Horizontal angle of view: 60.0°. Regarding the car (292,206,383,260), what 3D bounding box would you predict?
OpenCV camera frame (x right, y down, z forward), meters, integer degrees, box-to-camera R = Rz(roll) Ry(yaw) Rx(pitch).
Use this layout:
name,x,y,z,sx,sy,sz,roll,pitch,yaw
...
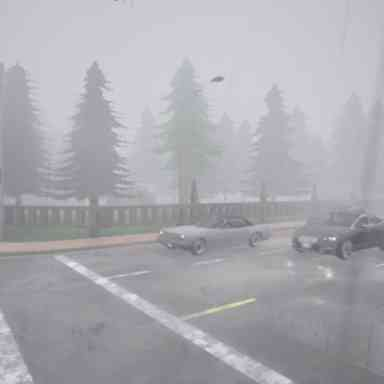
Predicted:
name,x,y,z,sx,sy,sz,roll,pitch,yaw
car,5.796,1.510,12.548,4.902,1.511,2.128,0,0,-36

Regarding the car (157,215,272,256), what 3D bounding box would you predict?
name,x,y,z,sx,sy,sz,roll,pitch,yaw
car,0.986,1.622,13.376,4.718,1.301,1.895,0,0,-36

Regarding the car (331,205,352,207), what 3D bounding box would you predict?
name,x,y,z,sx,sy,sz,roll,pitch,yaw
car,8.519,1.520,18.850,4.902,1.511,2.128,0,0,-36
